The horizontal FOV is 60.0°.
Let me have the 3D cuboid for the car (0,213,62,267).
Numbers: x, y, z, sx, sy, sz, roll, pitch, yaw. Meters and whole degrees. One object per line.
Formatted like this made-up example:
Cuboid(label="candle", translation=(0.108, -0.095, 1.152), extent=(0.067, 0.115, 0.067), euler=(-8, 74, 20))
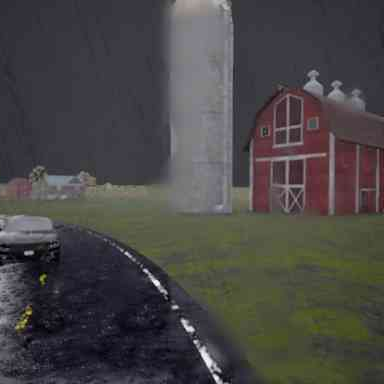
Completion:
Cuboid(label="car", translation=(-5.910, 1.558, 12.139), extent=(1.882, 1.535, 5.008), euler=(0, 0, -25))
